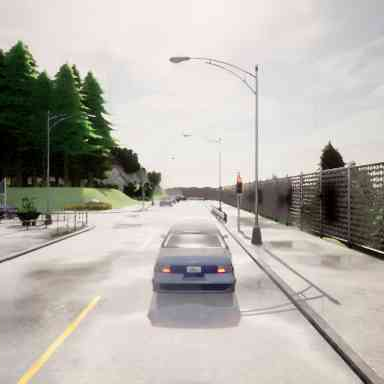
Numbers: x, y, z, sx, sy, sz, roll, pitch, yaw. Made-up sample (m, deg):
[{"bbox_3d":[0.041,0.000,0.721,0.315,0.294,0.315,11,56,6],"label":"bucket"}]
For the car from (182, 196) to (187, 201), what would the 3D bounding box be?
[{"bbox_3d":[-3.689,1.540,86.799,5.357,1.411,2.033,0,0,40],"label":"car"}]

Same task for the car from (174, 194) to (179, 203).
[{"bbox_3d":[-3.979,1.526,62.405,1.812,1.442,4.674,0,0,1],"label":"car"}]

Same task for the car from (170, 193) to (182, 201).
[{"bbox_3d":[-3.903,1.225,72.810,2.150,2.045,5.566,0,0,0],"label":"car"}]

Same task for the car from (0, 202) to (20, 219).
[{"bbox_3d":[-16.521,1.547,27.870,5.357,1.411,2.033,0,0,0],"label":"car"}]

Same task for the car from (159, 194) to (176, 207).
[{"bbox_3d":[-4.023,1.505,52.507,1.837,1.490,4.892,0,0,0],"label":"car"}]

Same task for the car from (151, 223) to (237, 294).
[{"bbox_3d":[0.058,1.547,8.960,2.033,1.411,5.357,0,0,1],"label":"car"}]
